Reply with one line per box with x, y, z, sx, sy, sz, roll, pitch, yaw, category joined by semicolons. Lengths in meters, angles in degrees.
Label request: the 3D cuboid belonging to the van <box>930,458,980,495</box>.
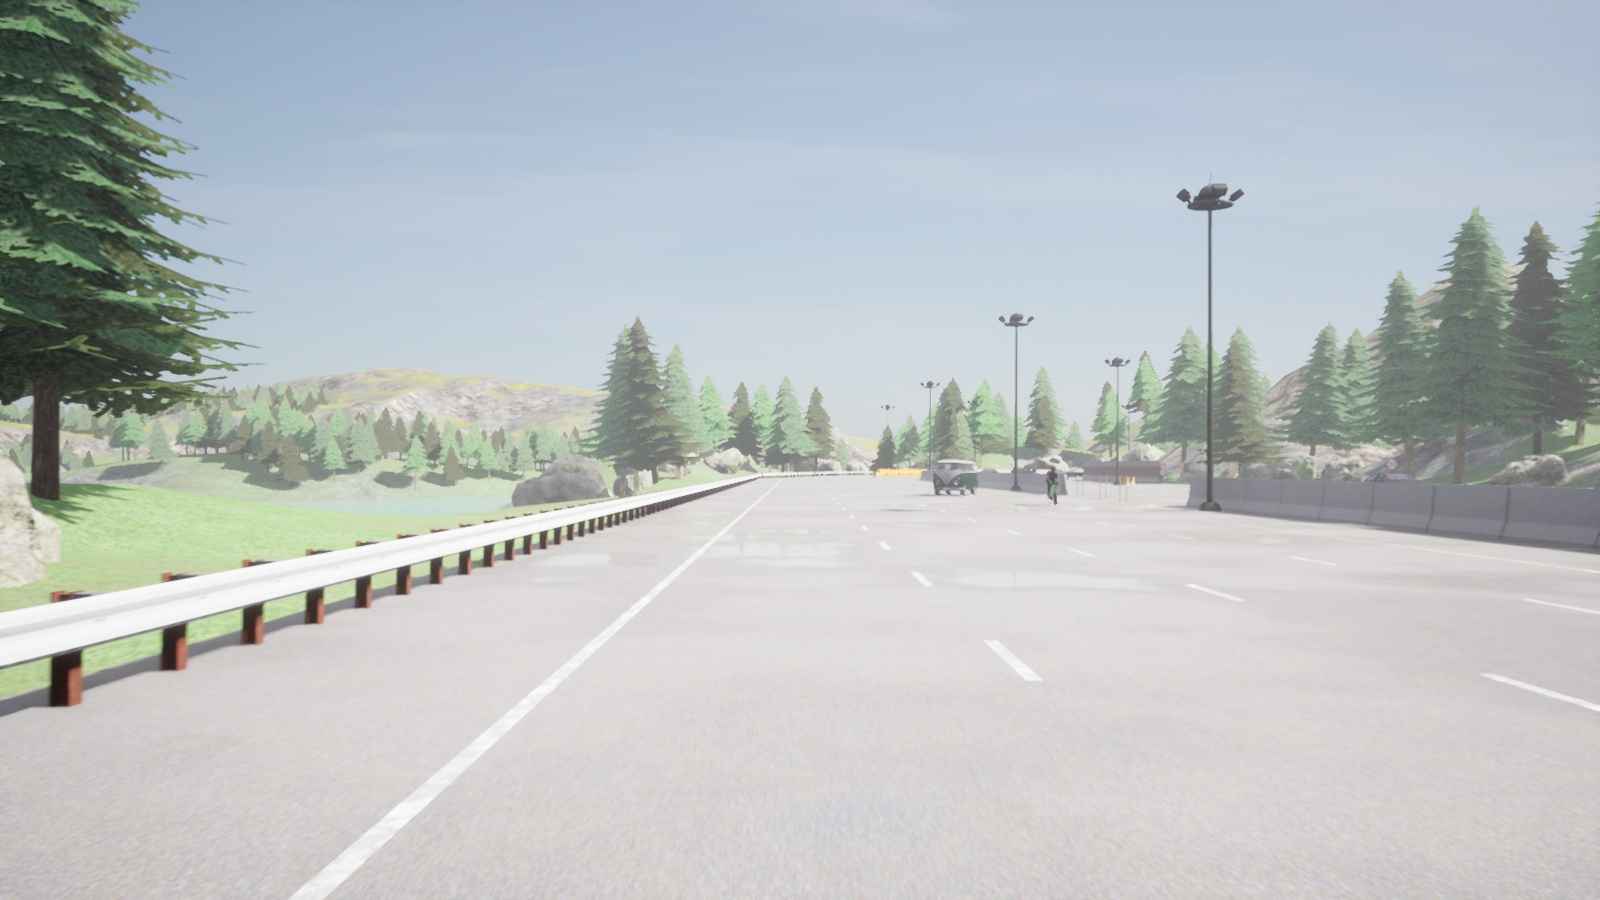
8.647;1.467;69.832;1.775;1.987;4.442;0;-1;20;van

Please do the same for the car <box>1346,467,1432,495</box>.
31.343;1.630;66.987;2.033;1.411;5.357;0;-1;0;car
